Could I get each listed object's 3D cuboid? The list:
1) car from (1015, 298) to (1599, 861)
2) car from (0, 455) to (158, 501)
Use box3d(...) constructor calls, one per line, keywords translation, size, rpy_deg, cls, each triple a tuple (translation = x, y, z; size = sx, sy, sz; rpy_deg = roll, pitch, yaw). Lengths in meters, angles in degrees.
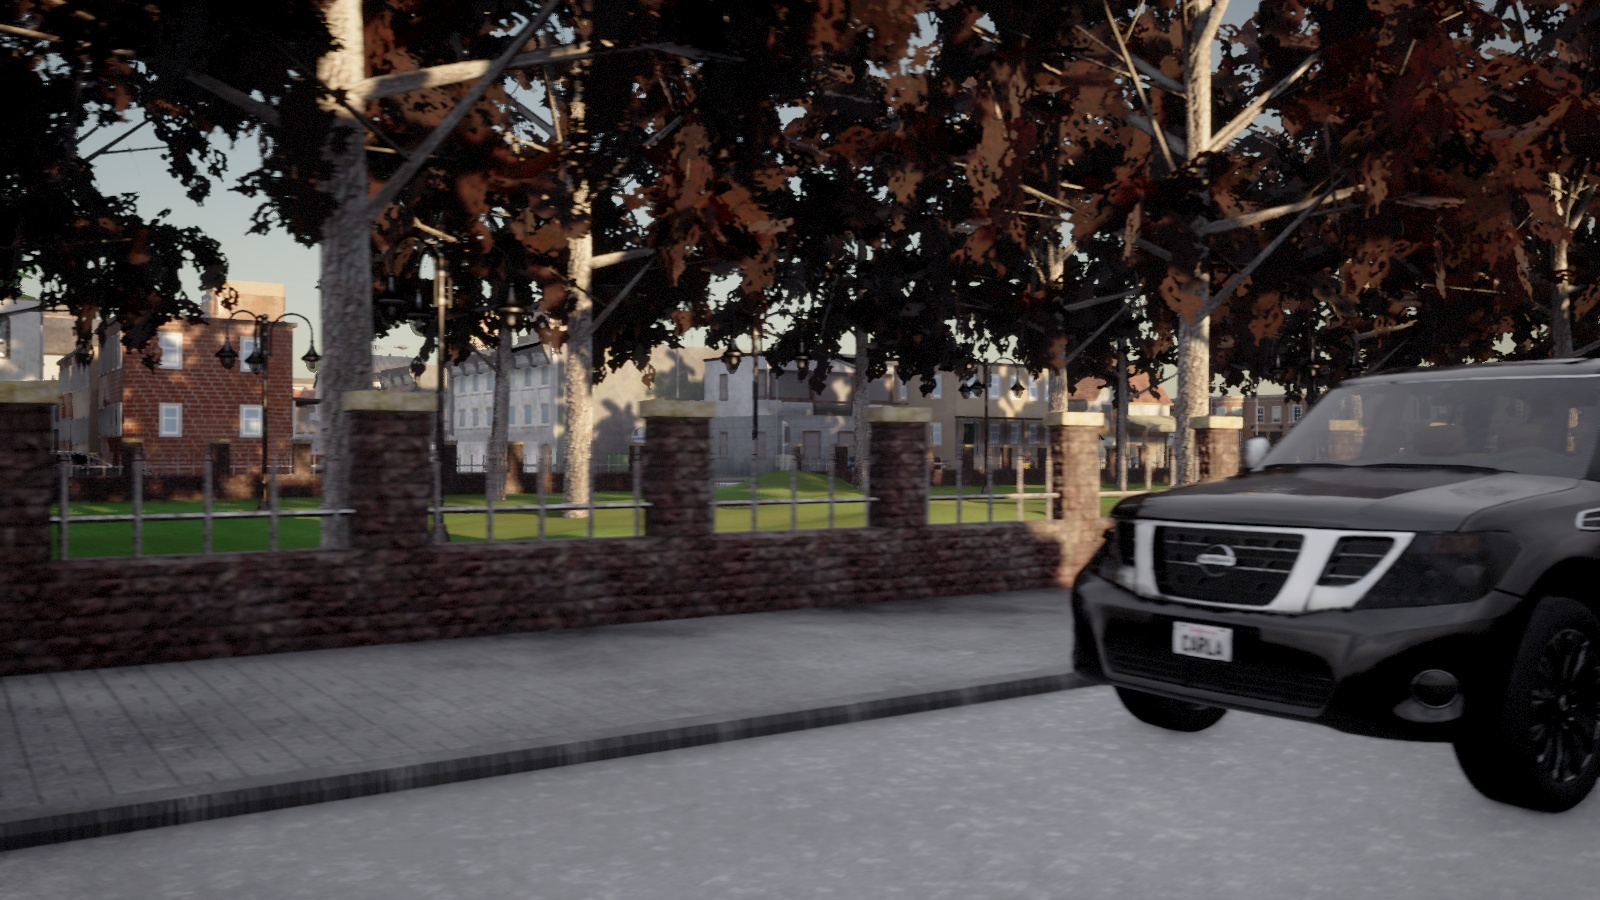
box3d(translation=(3.983, 0.473, 7.045), size=(5.566, 2.045, 2.150), rpy_deg=(0, 0, -35), cls="car")
box3d(translation=(-24.504, 0.905, 42.304), size=(4.892, 1.490, 1.837), rpy_deg=(0, 0, -37), cls="car")
